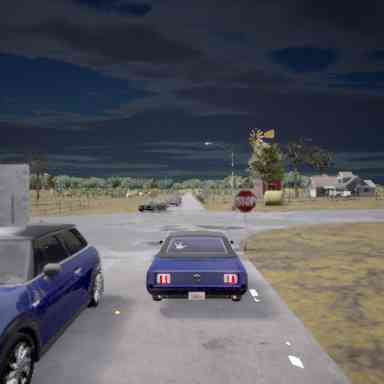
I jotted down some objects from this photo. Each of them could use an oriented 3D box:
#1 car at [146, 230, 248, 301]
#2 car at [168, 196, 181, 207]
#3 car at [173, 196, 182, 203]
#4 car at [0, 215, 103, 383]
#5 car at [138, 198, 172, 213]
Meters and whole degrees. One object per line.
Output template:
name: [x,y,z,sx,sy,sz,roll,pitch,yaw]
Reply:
car: [0.109,1.598,8.253,1.895,1.301,4.718,0,0,0]
car: [-3.038,1.523,51.515,1.837,1.490,4.892,0,-1,0]
car: [-3.110,1.553,72.462,1.837,1.490,4.892,0,0,0]
car: [-2.854,1.350,4.899,2.097,1.767,4.553,0,0,0]
car: [-4.199,1.603,37.002,1.895,1.301,4.718,0,0,18]
